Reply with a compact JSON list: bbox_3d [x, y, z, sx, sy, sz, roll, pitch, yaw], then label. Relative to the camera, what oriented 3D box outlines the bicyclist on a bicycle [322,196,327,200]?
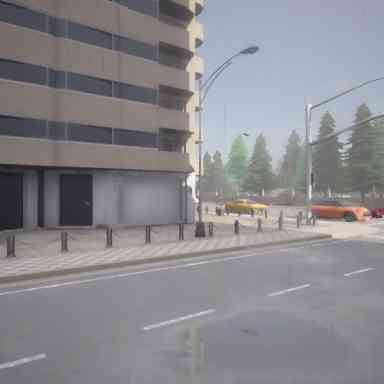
[{"bbox_3d":[17.332,1.356,43.463,1.656,1.620,0.582,0,0,-36],"label":"bicyclist on a bicycle"}]

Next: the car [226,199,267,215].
[{"bbox_3d":[5.669,1.533,34.878,1.882,1.535,5.008,0,0,-36],"label":"car"}]

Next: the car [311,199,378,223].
[{"bbox_3d":[11.727,1.406,26.475,2.097,1.767,4.553,0,0,-36],"label":"car"}]

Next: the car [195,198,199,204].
[{"bbox_3d":[-0.534,1.581,61.754,1.812,1.442,4.674,0,0,-36],"label":"car"}]

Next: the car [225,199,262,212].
[{"bbox_3d":[6.150,1.620,40.193,1.994,1.385,4.181,0,0,-36],"label":"car"}]

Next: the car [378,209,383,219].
[{"bbox_3d":[14.273,1.656,28.931,1.895,1.301,4.718,0,0,-36],"label":"car"}]
